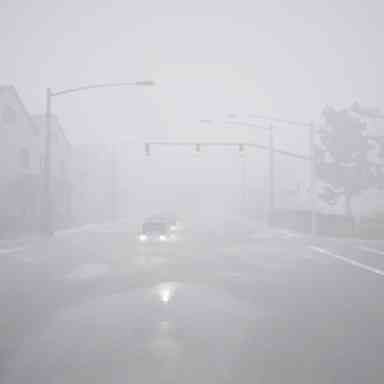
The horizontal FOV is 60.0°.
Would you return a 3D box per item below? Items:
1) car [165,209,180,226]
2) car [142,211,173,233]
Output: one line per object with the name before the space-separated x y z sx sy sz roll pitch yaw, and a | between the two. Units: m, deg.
car | -2.857 2.930 38.634 2.097 1.767 4.553 0 -2 1
car | -3.043 2.655 28.683 1.882 1.535 5.008 0 -2 1
